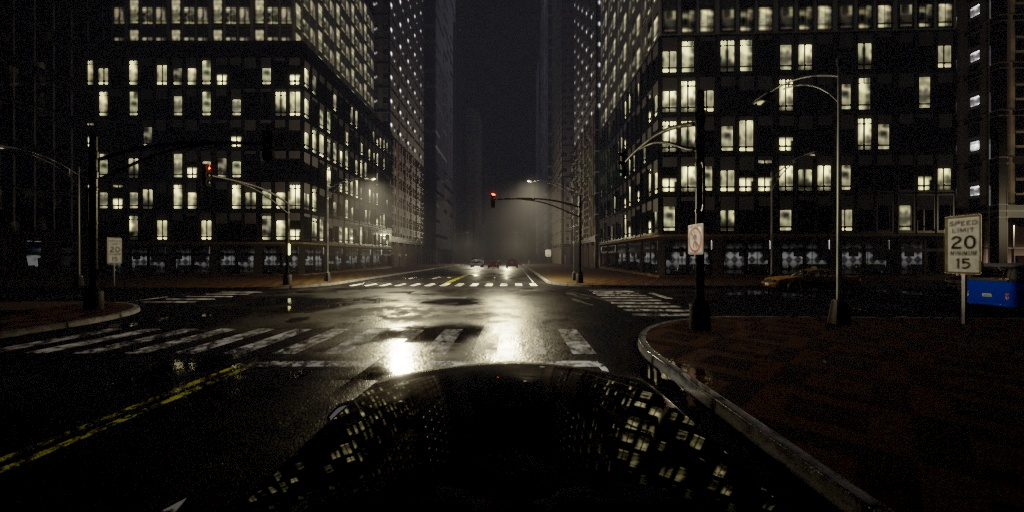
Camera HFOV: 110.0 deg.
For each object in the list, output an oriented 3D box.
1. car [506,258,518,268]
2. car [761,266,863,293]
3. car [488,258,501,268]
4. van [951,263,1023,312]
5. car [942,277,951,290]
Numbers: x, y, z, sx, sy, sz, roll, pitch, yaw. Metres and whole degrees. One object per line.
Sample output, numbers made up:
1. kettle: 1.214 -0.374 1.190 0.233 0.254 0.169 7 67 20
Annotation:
1. car: 0.005 1.212 63.546 2.097 1.767 4.553 0 0 0
2. car: 17.089 1.293 20.574 4.829 1.417 1.751 0 0 2
3. car: -3.245 1.460 63.190 1.895 1.301 4.718 0 0 0
4. van: 18.359 1.119 12.402 3.998 1.789 1.690 0 0 2
5. car: 26.923 1.356 20.089 4.207 1.307 1.802 0 0 2
